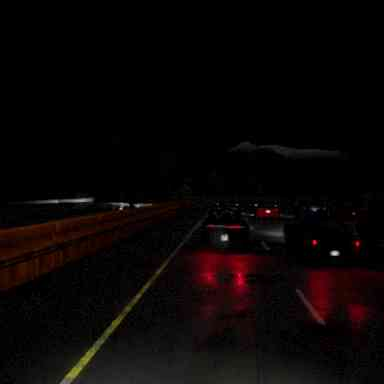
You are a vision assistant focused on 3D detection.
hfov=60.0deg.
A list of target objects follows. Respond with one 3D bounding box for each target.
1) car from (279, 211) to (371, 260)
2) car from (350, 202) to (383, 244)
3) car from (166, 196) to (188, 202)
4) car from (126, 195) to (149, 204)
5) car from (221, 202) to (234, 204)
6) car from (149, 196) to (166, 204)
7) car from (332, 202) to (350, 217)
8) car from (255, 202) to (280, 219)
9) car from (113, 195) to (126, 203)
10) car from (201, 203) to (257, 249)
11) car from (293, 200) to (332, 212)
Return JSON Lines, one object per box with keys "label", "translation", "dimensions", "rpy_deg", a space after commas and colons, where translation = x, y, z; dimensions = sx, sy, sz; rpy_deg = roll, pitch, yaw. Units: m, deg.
{"label": "car", "translation": [4.778, 1.647, 12.753], "dimensions": [1.895, 1.301, 4.718], "rpy_deg": [1, 0, 6]}
{"label": "car", "translation": [8.299, 1.324, 12.704], "dimensions": [2.150, 2.045, 5.566], "rpy_deg": [1, 0, 6]}
{"label": "car", "translation": [-2.051, 1.387, 56.133], "dimensions": [2.033, 1.411, 5.357], "rpy_deg": [1, 0, 17]}
{"label": "car", "translation": [-8.934, 1.205, 57.501], "dimensions": [1.882, 1.535, 5.008], "rpy_deg": [1, 0, 17]}
{"label": "car", "translation": [3.169, 1.545, 30.098], "dimensions": [1.994, 1.385, 4.181], "rpy_deg": [1, 0, 8]}
{"label": "car", "translation": [-5.222, 1.349, 57.623], "dimensions": [1.994, 1.385, 4.181], "rpy_deg": [1, 0, 17]}
{"label": "car", "translation": [13.742, 1.626, 29.924], "dimensions": [1.882, 1.535, 5.008], "rpy_deg": [1, 0, 8]}
{"label": "car", "translation": [6.630, 1.601, 29.622], "dimensions": [1.994, 1.385, 4.181], "rpy_deg": [1, 0, 8]}
{"label": "car", "translation": [-12.167, 1.199, 58.915], "dimensions": [1.812, 1.442, 4.674], "rpy_deg": [1, 0, 17]}
{"label": "car", "translation": [1.450, 1.482, 14.539], "dimensions": [2.128, 1.511, 4.902], "rpy_deg": [1, 0, 6]}
{"label": "car", "translation": [10.003, 1.444, 28.436], "dimensions": [2.097, 1.767, 4.553], "rpy_deg": [1, 0, 7]}
